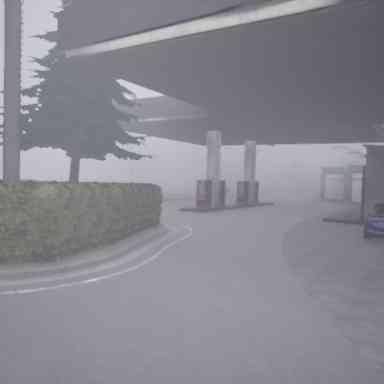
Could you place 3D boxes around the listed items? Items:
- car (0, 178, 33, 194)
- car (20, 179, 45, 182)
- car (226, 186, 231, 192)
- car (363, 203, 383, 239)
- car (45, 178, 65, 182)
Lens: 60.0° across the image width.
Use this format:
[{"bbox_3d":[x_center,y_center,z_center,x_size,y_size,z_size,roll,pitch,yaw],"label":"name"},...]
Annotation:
[{"bbox_3d":[-22.581,-0.820,42.753,4.605,1.855,1.932,3,2,35],"label":"car"},{"bbox_3d":[-18.015,-0.475,35.560,3.866,1.878,1.905,3,2,35],"label":"car"},{"bbox_3d":[5.708,-0.707,68.658,4.514,1.523,2.007,3,2,35],"label":"car"},{"bbox_3d":[9.522,1.332,15.687,2.242,1.667,4.611,3,2,35],"label":"car"},{"bbox_3d":[-27.703,-1.756,65.752,3.866,1.878,1.905,3,2,35],"label":"car"}]
